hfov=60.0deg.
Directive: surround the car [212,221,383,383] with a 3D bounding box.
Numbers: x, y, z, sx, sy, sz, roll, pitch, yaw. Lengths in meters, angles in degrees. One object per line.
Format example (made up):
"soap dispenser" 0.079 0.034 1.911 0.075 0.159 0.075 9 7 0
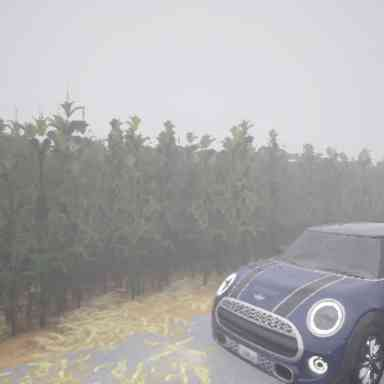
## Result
"car" 2.493 1.320 5.271 4.553 1.767 2.097 -1 0 -35
